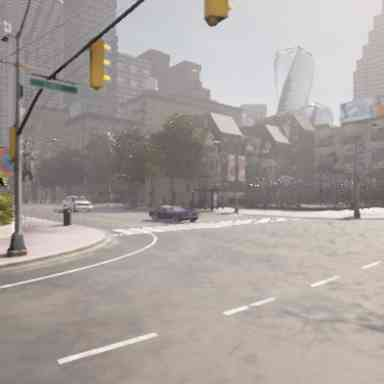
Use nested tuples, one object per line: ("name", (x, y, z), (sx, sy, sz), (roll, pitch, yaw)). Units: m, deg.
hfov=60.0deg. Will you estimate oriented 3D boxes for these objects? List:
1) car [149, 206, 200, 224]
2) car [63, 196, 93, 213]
("car", (-1.511, 1.786, 27.005), (1.895, 1.301, 4.718), (0, -1, -40))
("car", (-14.683, 1.520, 42.527), (2.150, 2.045, 5.566), (0, 0, -40))
